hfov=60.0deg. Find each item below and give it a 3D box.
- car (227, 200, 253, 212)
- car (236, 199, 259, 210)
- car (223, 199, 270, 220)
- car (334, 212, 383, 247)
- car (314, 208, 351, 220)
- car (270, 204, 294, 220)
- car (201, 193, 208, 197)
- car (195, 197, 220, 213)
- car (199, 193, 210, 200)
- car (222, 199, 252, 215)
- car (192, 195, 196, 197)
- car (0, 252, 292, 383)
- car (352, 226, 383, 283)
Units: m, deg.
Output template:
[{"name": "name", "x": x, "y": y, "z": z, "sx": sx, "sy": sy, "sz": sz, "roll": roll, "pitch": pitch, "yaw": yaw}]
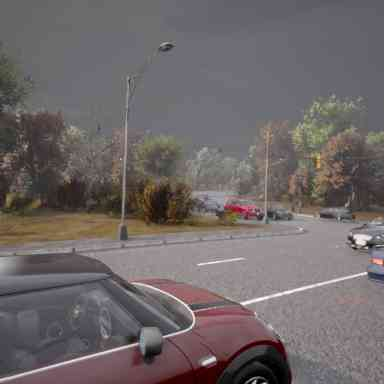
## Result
[{"name": "car", "x": 7.379, "y": 2.177, "z": 51.743, "sx": 2.033, "sy": 1.411, "sz": 5.357, "roll": 2, "pitch": 1, "yaw": -16}, {"name": "car", "x": 9.548, "y": 2.085, "z": 57.475, "sx": 2.128, "sy": 1.511, "sz": 4.902, "roll": 2, "pitch": 2, "yaw": -14}, {"name": "car", "x": 5.533, "y": 1.809, "z": 35.657, "sx": 2.150, "sy": 2.045, "sz": 5.566, "roll": 3, "pitch": -1, "yaw": -22}, {"name": "car", "x": 8.558, "y": 1.732, "z": 13.837, "sx": 4.902, "sy": 1.511, "sz": 2.128, "roll": 2, "pitch": -1, "yaw": -29}, {"name": "car", "x": 16.181, "y": 2.554, "z": 37.953, "sx": 2.128, "sy": 1.511, "sz": 4.902, "roll": 3, "pitch": -1, "yaw": -24}, {"name": "car", "x": 9.034, "y": 2.096, "z": 36.440, "sx": 2.097, "sy": 1.767, "sz": 4.553, "roll": 3, "pitch": -1, "yaw": -23}, {"name": "car", "x": 1.002, "y": 1.316, "z": 63.631, "sx": 2.097, "sy": 1.767, "sz": 4.553, "roll": 2, "pitch": 2, "yaw": -10}, {"name": "car", "x": 2.042, "y": 1.961, "z": 44.918, "sx": 1.837, "sy": 1.490, "sz": 4.892, "roll": 3, "pitch": 0, "yaw": -18}, {"name": "car", "x": 2.862, "y": 1.043, "z": 78.373, "sx": 2.128, "sy": 1.511, "sz": 4.902, "roll": 2, "pitch": 2, "yaw": -1}, {"name": "car", "x": 5.939, "y": 1.993, "z": 44.413, "sx": 2.097, "sy": 1.767, "sz": 4.553, "roll": 3, "pitch": 0, "yaw": -19}, {"name": "car", "x": -0.839, "y": 1.372, "z": 54.967, "sx": 2.150, "sy": 2.045, "sz": 5.566, "roll": 2, "pitch": 2, "yaw": -13}, {"name": "car", "x": -1.211, "y": 1.354, "z": 2.883, "sx": 4.553, "sy": 1.767, "sz": 2.097, "roll": 0, "pitch": 0, "yaw": -36}, {"name": "car", "x": 6.540, "y": 1.662, "z": 8.442, "sx": 5.357, "sy": 1.411, "sz": 2.033, "roll": 2, "pitch": -1, "yaw": -36}]
